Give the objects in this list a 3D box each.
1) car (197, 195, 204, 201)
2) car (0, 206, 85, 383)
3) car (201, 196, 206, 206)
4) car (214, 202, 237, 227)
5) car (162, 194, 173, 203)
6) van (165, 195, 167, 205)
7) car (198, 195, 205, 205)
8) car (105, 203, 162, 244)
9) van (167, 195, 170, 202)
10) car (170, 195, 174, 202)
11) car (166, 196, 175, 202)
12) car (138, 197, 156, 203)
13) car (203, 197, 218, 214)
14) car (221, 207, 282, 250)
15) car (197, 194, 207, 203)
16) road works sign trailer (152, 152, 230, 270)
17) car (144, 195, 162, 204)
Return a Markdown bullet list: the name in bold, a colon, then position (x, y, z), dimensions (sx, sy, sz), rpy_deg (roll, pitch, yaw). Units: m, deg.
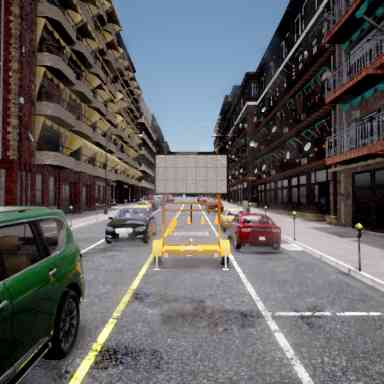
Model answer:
- **car**: position (2.359, 1.726, 91.770), dimensions (1.967, 1.590, 4.097), rpy_deg (1, 0, 0)
- **car**: position (-2.749, 1.224, 3.053), dimensions (2.150, 2.045, 5.566), rpy_deg (0, 0, 0)
- **car**: position (2.497, 1.629, 41.991), dimensions (2.008, 1.369, 4.403), rpy_deg (1, 0, 0)
- **car**: position (2.544, 1.551, 20.039), dimensions (1.752, 1.417, 4.829), rpy_deg (1, 0, 0)
- **car**: position (-5.448, 1.518, 75.219), dimensions (2.192, 1.841, 5.009), rpy_deg (1, 0, 0)
- **van**: position (-5.401, 1.454, 53.097), dimensions (1.690, 1.788, 3.998), rpy_deg (2, 0, 0)
- **car**: position (2.462, 1.678, 58.583), dimensions (1.887, 1.381, 4.507), rpy_deg (1, 0, 0)
- **car**: position (-2.788, 1.511, 15.910), dimensions (2.128, 1.511, 4.902), rpy_deg (0, 0, 0)
- **van**: position (-5.414, 1.475, 58.629), dimensions (1.690, 1.788, 3.998), rpy_deg (1, 0, 0)
- **car**: position (-5.437, 1.494, 69.689), dimensions (2.192, 1.841, 5.009), rpy_deg (1, 0, 0)
- **car**: position (-5.478, 1.822, 86.281), dimensions (1.947, 1.339, 4.313), rpy_deg (1, 0, 0)
- **car**: position (-5.370, 1.589, 36.336), dimensions (1.752, 1.417, 4.829), rpy_deg (2, 0, 0)
- **car**: position (2.509, 1.609, 36.460), dimensions (1.887, 1.381, 4.507), rpy_deg (1, 0, 0)
- **car**: position (2.556, 1.561, 14.337), dimensions (1.887, 1.381, 4.507), rpy_deg (1, 0, 0)
- **car**: position (2.386, 1.544, 80.707), dimensions (2.192, 1.841, 5.009), rpy_deg (1, 0, 0)
- **road works sign trailer**: position (-0.023, 0.475, 10.998), dimensions (2.380, 3.560, 2.880), rpy_deg (0, 0, 0)
- **car**: position (-5.377, 1.394, 42.038), dimensions (2.192, 1.841, 5.009), rpy_deg (2, 0, 0)
